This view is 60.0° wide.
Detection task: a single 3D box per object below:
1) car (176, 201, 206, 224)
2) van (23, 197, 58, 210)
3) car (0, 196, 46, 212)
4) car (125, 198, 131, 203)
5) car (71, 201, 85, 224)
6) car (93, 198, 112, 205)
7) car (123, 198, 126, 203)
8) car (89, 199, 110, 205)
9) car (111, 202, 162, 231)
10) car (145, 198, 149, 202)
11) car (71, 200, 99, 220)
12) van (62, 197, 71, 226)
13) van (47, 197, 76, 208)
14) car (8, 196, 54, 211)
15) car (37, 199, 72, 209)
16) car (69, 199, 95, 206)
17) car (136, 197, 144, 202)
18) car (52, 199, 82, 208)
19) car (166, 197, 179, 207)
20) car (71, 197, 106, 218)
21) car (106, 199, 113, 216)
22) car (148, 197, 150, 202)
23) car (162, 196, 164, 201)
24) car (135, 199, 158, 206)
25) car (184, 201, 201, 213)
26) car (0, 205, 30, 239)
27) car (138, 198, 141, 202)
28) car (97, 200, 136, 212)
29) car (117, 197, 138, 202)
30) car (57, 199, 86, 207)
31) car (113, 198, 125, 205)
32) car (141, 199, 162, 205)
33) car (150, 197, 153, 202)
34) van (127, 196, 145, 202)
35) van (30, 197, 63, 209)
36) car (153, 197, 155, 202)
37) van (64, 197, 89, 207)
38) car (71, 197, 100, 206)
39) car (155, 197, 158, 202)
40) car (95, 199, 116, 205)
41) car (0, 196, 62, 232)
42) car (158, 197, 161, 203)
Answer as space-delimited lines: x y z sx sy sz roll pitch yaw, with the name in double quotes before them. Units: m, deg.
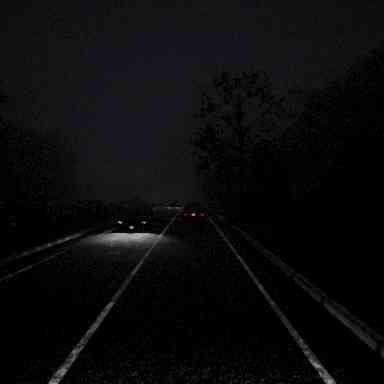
"car" 0.085 1.651 25.569 2.033 1.411 5.357 0 -1 0
"van" -23.267 1.712 51.130 4.442 1.987 1.878 0 -1 0
"car" -23.358 1.608 45.592 5.566 2.045 2.435 0 -1 0
"car" -10.315 1.781 39.940 4.892 1.521 2.231 0 -1 0
"car" -10.317 1.585 23.284 4.674 1.452 2.002 0 -1 0
"car" -23.402 2.524 87.000 4.553 1.767 2.185 0 -1 0
"car" -10.303 1.742 37.164 4.892 1.521 2.231 0 -1 0
"car" -23.342 2.619 84.352 4.792 1.488 2.163 0 -1 0
"car" -3.359 1.612 21.179 2.033 1.411 5.357 0 0 0
"car" -10.332 2.045 56.596 4.792 1.488 2.163 0 -1 0
"car" -10.308 1.584 26.060 5.008 1.535 2.097 0 -1 0
"van" -10.199 1.279 20.512 4.442 1.987 1.878 0 -1 0
"van" -23.273 1.832 59.456 4.442 1.987 1.878 0 -1 0
"car" -23.357 1.647 48.361 5.566 2.045 2.435 0 -1 0
"car" -23.387 2.016 56.667 5.008 1.535 2.097 0 -1 0
"car" -23.349 2.302 70.506 4.792 1.488 2.163 0 -1 0
"car" -10.275 1.967 51.043 4.792 1.488 2.163 0 -1 0
"car" -23.409 2.132 62.203 4.792 1.488 2.163 0 -1 0
"car" -3.371 2.141 63.154 1.837 1.490 4.892 0 -1 0
"car" -10.281 1.497 28.838 4.553 1.767 2.185 0 -1 0
"car" -10.280 1.537 31.614 4.553 1.767 2.185 0 -1 0
"car" -10.333 1.932 59.371 4.553 1.767 2.185 0 -1 0
"car" -10.321 2.276 81.571 5.566 2.045 2.435 0 -1 0
"car" -10.301 2.401 76.014 4.892 1.521 2.231 0 -1 0
"car" 0.061 1.868 42.901 2.033 1.411 5.357 0 -1 0
"car" -10.347 1.486 14.982 4.792 1.488 2.163 0 0 0
"car" -10.276 1.928 48.267 4.792 1.488 2.163 0 -1 0
"car" -10.277 1.888 45.491 4.792 1.488 2.163 0 -1 0
"car" -10.122 1.816 42.716 5.366 1.575 1.946 0 -1 0
"car" -23.408 2.181 64.842 4.792 1.488 2.163 0 -1 0
"car" -10.125 1.699 34.388 5.366 1.575 1.946 0 -1 0
"car" -10.297 2.590 84.341 5.008 1.535 2.097 0 -1 0
"car" -10.294 2.104 62.148 4.892 1.521 2.231 0 -1 0
"van" -10.420 1.751 53.823 4.442 1.987 1.878 0 -1 0
"van" -23.500 1.751 53.900 4.442 1.987 1.878 0 -1 0
"car" -10.485 2.152 64.915 5.366 1.575 1.946 0 -1 0
"van" -23.495 1.983 67.618 4.442 1.987 1.878 0 -1 0
"car" -23.405 2.085 73.281 5.566 2.045 2.435 0 -1 0
"car" -10.113 2.206 67.567 5.366 1.575 1.946 0 -1 0
"car" -23.365 2.713 89.768 5.008 1.535 2.097 0 -1 0
"car" -10.345 1.215 17.736 5.566 2.045 2.435 0 -1 0
"car" -10.111 2.334 73.239 5.366 1.575 1.946 0 -1 0
